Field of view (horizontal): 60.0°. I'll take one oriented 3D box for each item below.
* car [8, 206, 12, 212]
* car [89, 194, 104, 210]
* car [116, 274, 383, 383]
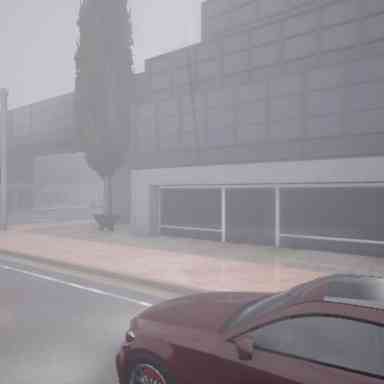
[{"bbox_3d":[-20.069,1.601,31.823,1.895,1.301,4.718,0,0,36],"label":"car"},{"bbox_3d":[-11.050,1.221,44.420,2.150,2.045,5.566,0,0,36],"label":"car"},{"bbox_3d":[1.381,1.526,2.986,4.674,1.442,1.812,0,0,35],"label":"car"}]
